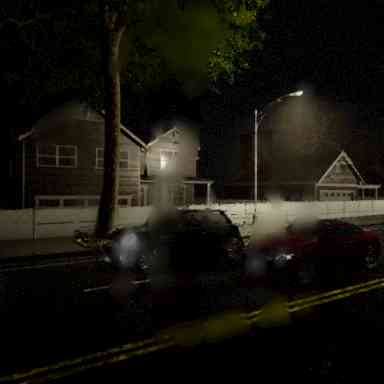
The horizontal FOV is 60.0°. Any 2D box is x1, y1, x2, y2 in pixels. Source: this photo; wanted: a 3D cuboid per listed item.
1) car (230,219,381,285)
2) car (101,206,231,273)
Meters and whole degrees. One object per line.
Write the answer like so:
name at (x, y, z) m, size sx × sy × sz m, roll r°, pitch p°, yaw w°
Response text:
car at (3.562, 1.521, 9.557) m, size 4.674 × 1.442 × 1.812 m, roll 0°, pitch 0°, yaw -33°
car at (-0.551, 1.348, 10.809) m, size 4.553 × 1.767 × 2.097 m, roll 0°, pitch 0°, yaw -32°
